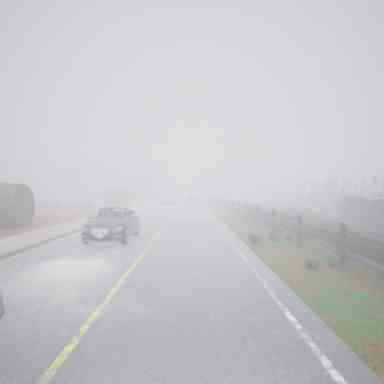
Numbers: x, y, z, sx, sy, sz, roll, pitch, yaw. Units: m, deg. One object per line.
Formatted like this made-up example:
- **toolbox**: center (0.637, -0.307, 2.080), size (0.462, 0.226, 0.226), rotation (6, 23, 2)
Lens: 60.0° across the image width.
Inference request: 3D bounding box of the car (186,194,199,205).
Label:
- **car**: center (0.002, 1.141, 55.164), size (2.097, 1.767, 4.553), rotation (0, 0, 0)

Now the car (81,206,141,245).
- **car**: center (-3.576, 1.432, 15.342), size (2.128, 1.511, 4.902), rotation (0, 0, 0)

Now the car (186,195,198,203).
- **car**: center (0.002, 1.310, 65.411), size (2.033, 1.411, 5.357), rotation (0, 0, -4)

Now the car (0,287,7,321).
- **car**: center (-3.598, 1.591, 2.553), size (1.895, 1.301, 4.718), rotation (0, 0, 0)

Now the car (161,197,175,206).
- **car**: center (-3.499, 1.421, 49.211), size (1.994, 1.385, 4.181), rotation (0, 0, 0)
